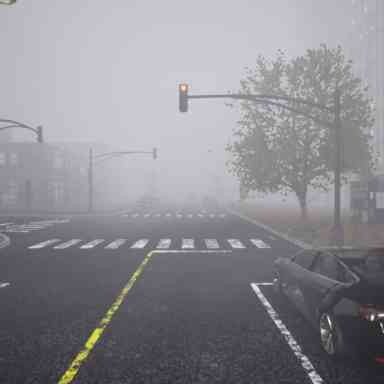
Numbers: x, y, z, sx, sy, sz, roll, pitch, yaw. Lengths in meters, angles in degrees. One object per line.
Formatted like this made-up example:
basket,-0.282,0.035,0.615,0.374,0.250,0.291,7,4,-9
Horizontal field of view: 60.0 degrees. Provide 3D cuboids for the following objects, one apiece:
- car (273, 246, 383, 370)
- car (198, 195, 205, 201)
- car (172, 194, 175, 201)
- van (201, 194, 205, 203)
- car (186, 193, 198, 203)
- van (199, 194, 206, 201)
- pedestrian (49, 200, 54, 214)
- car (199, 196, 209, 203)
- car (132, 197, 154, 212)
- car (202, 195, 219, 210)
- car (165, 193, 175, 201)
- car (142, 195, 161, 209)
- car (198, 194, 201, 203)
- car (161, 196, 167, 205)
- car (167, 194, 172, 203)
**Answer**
car,2.686,1.566,5.724,1.947,1.339,4.313,0,0,0
car,2.549,1.534,88.332,1.752,1.417,4.829,0,0,0
car,-5.822,1.558,82.594,2.008,1.369,4.403,0,0,0
van,2.614,1.345,49.305,1.690,1.788,3.998,0,0,0
car,-0.009,1.229,67.918,2.150,2.045,5.566,0,0,0
van,2.560,1.349,82.611,1.690,1.788,3.998,0,0,0
pedestrian,-12.798,1.319,30.178,0.375,1.300,0.375,0,-1,-1
car,2.577,1.572,71.509,1.947,1.339,4.313,0,0,0
car,-5.749,1.584,38.186,1.802,1.307,4.206,0,0,0
car,2.622,1.528,43.923,1.752,1.417,4.829,0,0,0
car,-5.831,1.324,88.145,2.192,1.841,5.009,0,0,0
car,-5.757,1.318,43.737,2.192,1.841,5.009,0,0,0
car,2.595,1.556,60.407,2.008,1.369,4.403,0,0,0
car,-5.776,1.555,54.839,2.008,1.369,4.403,0,0,0
car,-5.804,1.532,71.322,1.752,1.417,4.829,0,0,0
